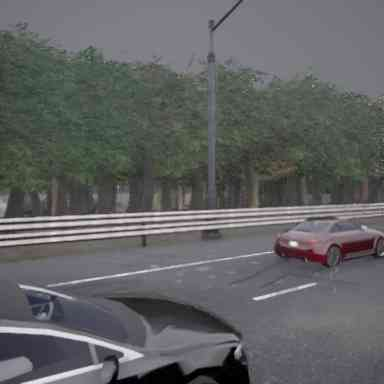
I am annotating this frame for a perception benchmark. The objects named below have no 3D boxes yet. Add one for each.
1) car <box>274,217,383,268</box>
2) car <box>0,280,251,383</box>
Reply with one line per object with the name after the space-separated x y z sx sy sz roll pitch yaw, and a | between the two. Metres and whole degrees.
4.744 1.536 11.205 4.181 1.385 1.994 0 0 -34 | car
-1.664 1.488 2.519 4.902 1.511 2.128 0 0 -35 | car
